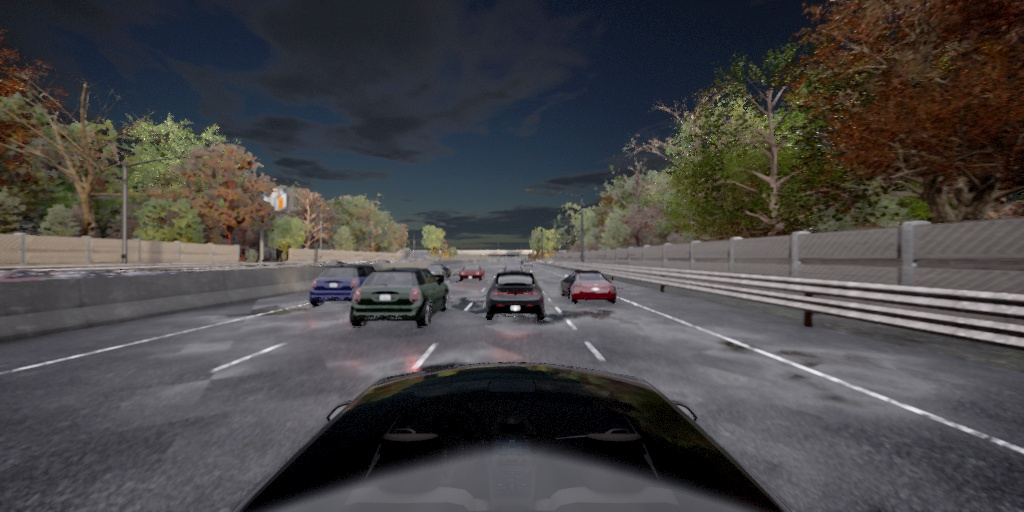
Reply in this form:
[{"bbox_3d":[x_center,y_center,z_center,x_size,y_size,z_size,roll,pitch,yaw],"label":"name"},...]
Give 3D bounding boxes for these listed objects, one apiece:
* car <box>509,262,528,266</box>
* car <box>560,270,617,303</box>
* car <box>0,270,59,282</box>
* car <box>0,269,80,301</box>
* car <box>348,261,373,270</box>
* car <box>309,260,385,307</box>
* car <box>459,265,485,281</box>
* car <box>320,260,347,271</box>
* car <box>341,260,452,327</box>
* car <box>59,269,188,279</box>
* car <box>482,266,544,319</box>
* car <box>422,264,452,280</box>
[{"bbox_3d":[0.107,1.459,31.388,1.895,1.301,4.718,0,0,0],"label":"car"},{"bbox_3d":[3.501,1.368,17.023,1.994,1.385,4.181,0,0,0],"label":"car"},{"bbox_3d":[-21.096,1.370,17.618,1.994,1.385,4.181,0,0,0],"label":"car"},{"bbox_3d":[-24.596,1.369,17.474,1.994,1.385,4.181,0,0,0],"label":"car"},{"bbox_3d":[-24.521,1.566,58.203,1.895,1.301,4.718,0,0,1],"label":"car"},{"bbox_3d":[-6.898,1.153,15.986,2.097,1.767,4.553,0,0,0],"label":"car"},{"bbox_3d":[-3.393,1.459,31.400,1.895,1.301,4.718,0,0,0],"label":"car"},{"bbox_3d":[-28.025,1.461,56.415,1.837,1.490,4.892,0,0,1],"label":"car"},{"bbox_3d":[-3.400,1.138,11.747,2.097,1.767,4.553,0,0,0],"label":"car"},{"bbox_3d":[-17.598,1.353,17.492,2.033,1.411,5.357,0,0,0],"label":"car"},{"bbox_3d":[0.101,1.295,12.997,1.837,1.490,4.892,0,0,0],"label":"car"},{"bbox_3d":[-6.893,1.430,33.428,1.994,1.385,4.181,0,0,0],"label":"car"}]
